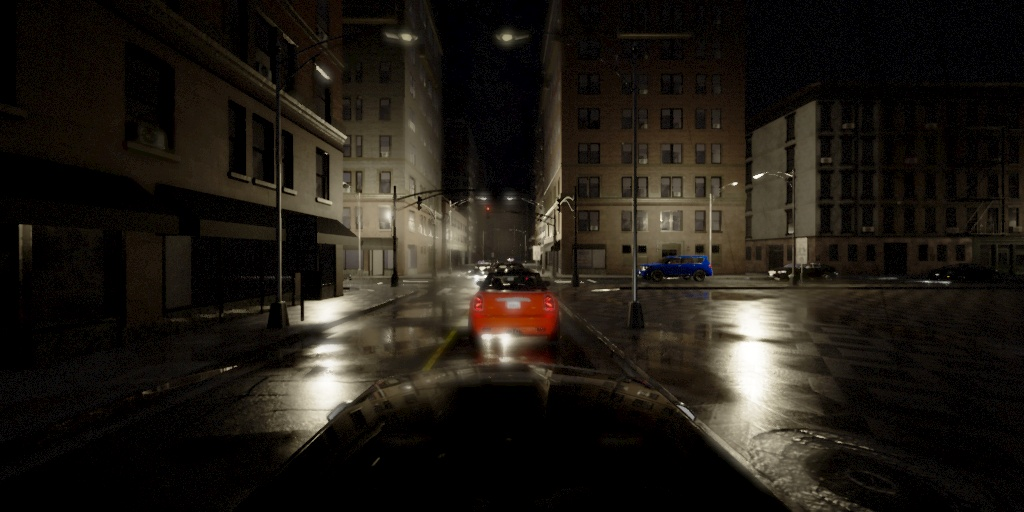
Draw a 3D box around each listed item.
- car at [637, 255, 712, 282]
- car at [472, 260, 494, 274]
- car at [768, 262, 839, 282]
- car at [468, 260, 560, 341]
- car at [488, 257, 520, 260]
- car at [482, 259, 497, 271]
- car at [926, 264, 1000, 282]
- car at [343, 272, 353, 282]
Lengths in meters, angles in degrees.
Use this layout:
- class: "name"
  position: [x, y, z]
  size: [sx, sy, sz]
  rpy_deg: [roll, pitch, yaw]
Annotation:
- class: "car"
  position: [12.957, 0.972, 28.662]
  size: [5.566, 2.045, 2.150]
  rpy_deg: [0, 0, -1]
- class: "car"
  position: [-3.229, 1.235, 41.295]
  size: [2.128, 1.511, 4.902]
  rpy_deg: [0, 0, 0]
- class: "car"
  position: [23.252, 1.244, 28.770]
  size: [4.902, 1.511, 2.128]
  rpy_deg: [0, 0, -1]
- class: "car"
  position: [0.046, 1.101, 9.980]
  size: [2.097, 1.767, 4.553]
  rpy_deg: [0, 0, 0]
- class: "car"
  position: [-0.185, 1.099, 18.901]
  size: [2.097, 1.767, 4.553]
  rpy_deg: [0, 0, -3]
- class: "car"
  position: [-3.247, 1.247, 51.542]
  size: [1.837, 1.490, 4.892]
  rpy_deg: [0, 0, 0]
- class: "car"
  position: [36.229, 1.317, 28.886]
  size: [4.181, 1.385, 1.994]
  rpy_deg: [0, 0, 0]
- class: "car"
  position: [-14.175, 1.293, 25.153]
  size: [5.357, 1.411, 2.033]
  rpy_deg: [0, 0, 0]
